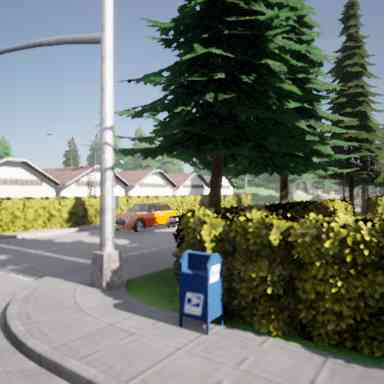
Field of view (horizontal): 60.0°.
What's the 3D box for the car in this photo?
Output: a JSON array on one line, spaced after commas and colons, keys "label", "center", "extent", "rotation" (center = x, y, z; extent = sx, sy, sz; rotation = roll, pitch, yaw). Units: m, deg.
[{"label": "car", "center": [-3.025, 1.482, 21.148], "extent": [2.097, 1.767, 4.553], "rotation": [0, 0, 36]}]
